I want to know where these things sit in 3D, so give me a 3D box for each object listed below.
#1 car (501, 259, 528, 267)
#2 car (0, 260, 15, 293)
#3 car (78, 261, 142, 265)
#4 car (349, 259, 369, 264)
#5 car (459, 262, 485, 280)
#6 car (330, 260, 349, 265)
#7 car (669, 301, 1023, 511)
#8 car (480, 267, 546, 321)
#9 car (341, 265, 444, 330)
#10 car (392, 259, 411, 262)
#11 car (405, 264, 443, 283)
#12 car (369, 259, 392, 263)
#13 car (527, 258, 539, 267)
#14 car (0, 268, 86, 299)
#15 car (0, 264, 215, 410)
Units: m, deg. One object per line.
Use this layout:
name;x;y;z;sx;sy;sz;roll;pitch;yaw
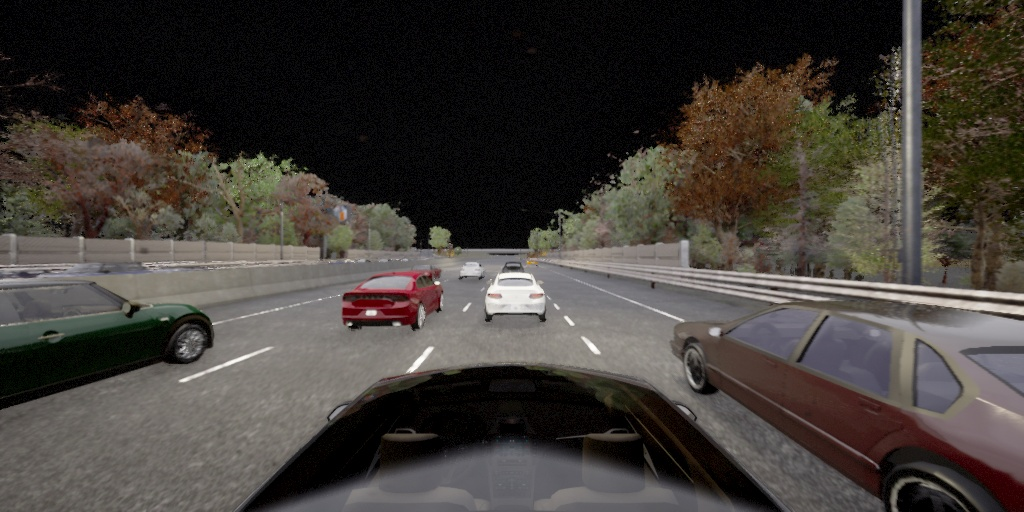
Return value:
car;0.109;1.234;30.044;1.837;1.490;4.892;0;0;0
car;-28.092;1.088;17.242;2.097;1.767;4.553;0;0;0
car;-21.093;1.087;18.217;2.097;1.767;4.553;0;0;0
car;-24.510;1.247;59.075;1.812;1.442;4.674;0;0;1
car;-3.404;1.254;31.131;1.812;1.442;4.674;0;0;0
car;-27.999;1.322;58.886;1.895;1.301;4.718;0;0;1
car;3.389;1.147;3.360;2.033;1.411;5.357;0;0;2
car;0.104;1.265;12.252;1.812;1.442;4.674;0;0;0
car;-3.394;1.218;11.124;1.882;1.535;5.008;0;0;0
car;-17.527;1.247;58.819;1.812;1.442;4.674;0;0;1
car;-6.889;1.330;28.590;1.895;1.301;4.718;0;0;0
car;-21.022;1.199;58.786;1.882;1.535;5.008;0;0;1
car;3.520;1.057;62.006;1.882;1.535;5.008;0;0;0
car;-24.594;1.337;17.526;1.895;1.301;4.718;0;0;0
car;-6.900;1.098;5.147;2.097;1.767;4.553;0;0;0
